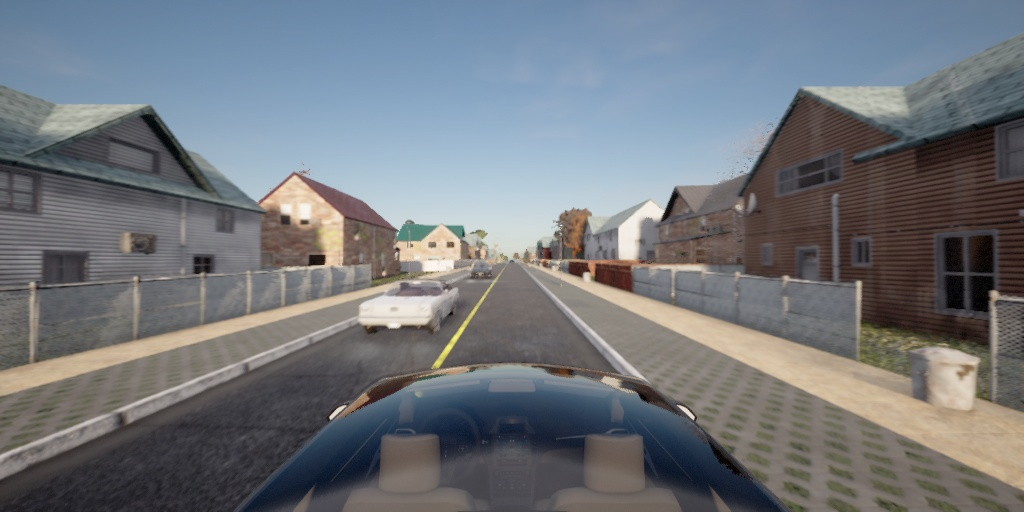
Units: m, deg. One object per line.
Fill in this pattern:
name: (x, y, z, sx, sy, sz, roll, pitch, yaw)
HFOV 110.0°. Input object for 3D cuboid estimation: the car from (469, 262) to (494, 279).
car: (-2.763, 1.352, 33.251, 1.837, 1.490, 4.892, 0, 0, 0)

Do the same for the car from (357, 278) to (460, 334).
car: (-2.830, 1.360, 10.807, 1.895, 1.301, 4.718, 0, 0, 0)
